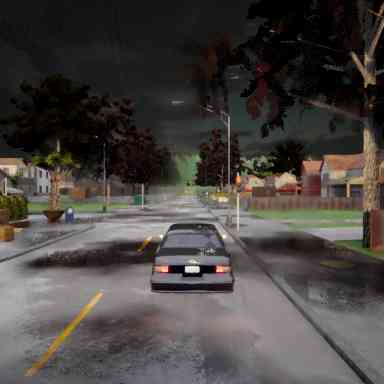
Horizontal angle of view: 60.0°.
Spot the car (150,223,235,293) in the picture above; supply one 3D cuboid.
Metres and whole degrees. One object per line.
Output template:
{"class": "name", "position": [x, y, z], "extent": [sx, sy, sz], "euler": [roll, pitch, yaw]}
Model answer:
{"class": "car", "position": [0.017, 1.547, 8.962], "extent": [2.033, 1.411, 5.357], "euler": [0, 0, 0]}
